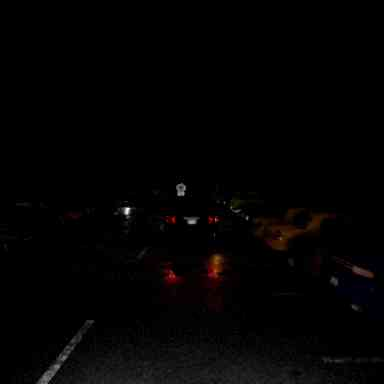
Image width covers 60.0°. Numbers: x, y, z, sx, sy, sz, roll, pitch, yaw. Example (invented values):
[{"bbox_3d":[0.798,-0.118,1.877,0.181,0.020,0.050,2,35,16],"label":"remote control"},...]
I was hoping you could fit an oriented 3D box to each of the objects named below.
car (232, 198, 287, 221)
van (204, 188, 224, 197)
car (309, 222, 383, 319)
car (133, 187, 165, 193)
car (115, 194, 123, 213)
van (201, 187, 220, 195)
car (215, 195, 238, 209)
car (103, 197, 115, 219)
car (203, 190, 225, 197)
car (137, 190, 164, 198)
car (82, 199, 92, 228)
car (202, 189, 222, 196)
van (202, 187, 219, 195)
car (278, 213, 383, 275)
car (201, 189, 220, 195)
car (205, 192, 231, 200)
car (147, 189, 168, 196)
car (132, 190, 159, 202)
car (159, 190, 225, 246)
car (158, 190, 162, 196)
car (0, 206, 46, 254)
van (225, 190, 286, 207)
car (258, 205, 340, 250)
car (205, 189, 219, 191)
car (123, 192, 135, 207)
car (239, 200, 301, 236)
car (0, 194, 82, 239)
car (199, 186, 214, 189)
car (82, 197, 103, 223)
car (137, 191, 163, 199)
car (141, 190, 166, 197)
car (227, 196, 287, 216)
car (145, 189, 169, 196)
[{"bbox_3d":[5.043,1.276,19.942,4.674,1.452,2.002,0,1,0],"label":"car"},{"bbox_3d":[4.852,0.033,74.640,4.442,1.987,1.878,0,2,0],"label":"van"},{"bbox_3d":[5.035,1.457,5.997,5.008,1.535,2.097,0,0,0],"label":"car"},{"bbox_3d":[-8.305,0.466,60.675,5.566,2.045,2.435,0,2,0],"label":"car"},{"bbox_3d":[-8.069,1.128,25.316,4.792,1.488,2.163,0,1,0],"label":"car"},{"bbox_3d":[4.620,-0.201,82.800,4.442,1.987,1.878,0,2,0],"label":"van"},{"bbox_3d":[3.937,1.126,37.523,1.994,1.385,4.181,0,0,13],"label":"car"},{"bbox_3d":[-8.011,1.199,22.533,4.792,1.488,2.163,0,1,0],"label":"car"},{"bbox_3d":[4.709,0.382,71.755,4.792,1.488,2.163,0,2,0],"label":"car"},{"bbox_3d":[-8.526,0.439,69.007,5.366,1.575,1.946,0,2,0],"label":"car"},{"bbox_3d":[-8.045,1.304,16.968,5.008,1.535,2.097,0,1,0],"label":"car"},{"bbox_3d":[4.759,0.127,80.056,4.792,1.488,2.163,0,2,0],"label":"car"},{"bbox_3d":[4.840,-0.339,88.355,4.442,1.987,1.878,0,1,0],"label":"van"},{"bbox_3d":[5.011,1.465,8.788,4.792,1.488,2.163,0,1,0],"label":"car"},{"bbox_3d":[4.731,-0.046,85.591,5.008,1.535,2.097,0,1,0],"label":"car"},{"bbox_3d":[4.744,0.758,60.683,4.674,1.452,2.002,0,2,0],"label":"car"},{"bbox_3d":[-8.356,0.097,80.095,4.892,1.521,2.231,0,2,0],"label":"car"},{"bbox_3d":[-8.358,0.930,55.135,4.792,1.488,2.163,0,2,0],"label":"car"},{"bbox_3d":[0.000,1.126,14.686,2.150,2.045,5.566,0,1,0],"label":"car"},{"bbox_3d":[-8.326,0.808,57.908,5.008,1.535,2.097,0,2,0],"label":"car"},{"bbox_3d":[-8.046,1.404,11.386,4.892,1.521,2.231,0,1,0],"label":"car"},{"bbox_3d":[4.913,0.873,25.392,4.442,1.987,1.878,-1,1,0],"label":"van"},{"bbox_3d":[5.225,1.399,11.443,5.366,1.575,1.946,0,1,0],"label":"car"},{"bbox_3d":[4.782,0.771,55.264,4.553,1.767,2.185,0,2,0],"label":"car"},{"bbox_3d":[-8.006,0.997,38.289,1.837,1.490,4.892,0,-1,-6],"label":"car"},{"bbox_3d":[5.069,1.332,17.031,4.792,1.488,2.163,0,1,0],"label":"car"},{"bbox_3d":[-8.011,1.107,14.171,5.566,2.045,2.435,0,1,0],"label":"car"},{"bbox_3d":[4.768,0.192,68.978,5.566,2.045,2.435,0,2,0],"label":"car"},{"bbox_3d":[-8.009,1.115,19.744,4.553,1.767,2.185,0,1,0],"label":"car"},{"bbox_3d":[-8.332,0.535,66.233,4.892,1.521,2.231,0,2,0],"label":"car"},{"bbox_3d":[-8.530,0.254,74.677,5.366,1.575,1.946,0,2,0],"label":"car"},{"bbox_3d":[5.042,1.205,22.727,4.674,1.452,2.002,0,1,0],"label":"car"},{"bbox_3d":[-8.162,0.173,77.329,5.366,1.575,1.946,0,2,0],"label":"car"}]
